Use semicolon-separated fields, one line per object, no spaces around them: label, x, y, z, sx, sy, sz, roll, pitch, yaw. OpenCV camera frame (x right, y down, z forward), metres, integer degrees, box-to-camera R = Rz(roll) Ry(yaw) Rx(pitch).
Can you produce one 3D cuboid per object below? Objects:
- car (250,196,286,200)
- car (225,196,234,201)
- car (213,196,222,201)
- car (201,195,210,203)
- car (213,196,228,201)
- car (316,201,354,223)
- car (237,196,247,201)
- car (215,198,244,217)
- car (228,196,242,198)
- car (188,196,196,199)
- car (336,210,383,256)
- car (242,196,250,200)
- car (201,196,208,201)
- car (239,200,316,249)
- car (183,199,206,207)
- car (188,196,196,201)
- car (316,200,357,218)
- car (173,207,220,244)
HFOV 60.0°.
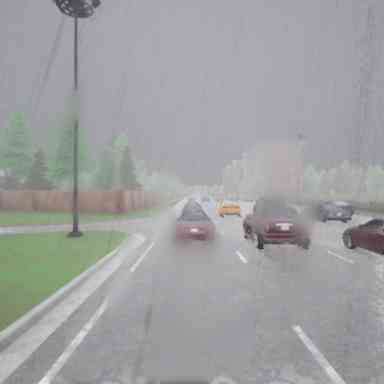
car;7.096;1.355;30.248;2.150;2.045;5.566;0;0;0
car;10.486;1.784;93.451;1.812;1.442;4.674;0;0;0
car;6.988;1.765;93.024;2.128;1.511;4.902;0;0;0
car;3.495;1.712;83.358;2.097;1.767;4.553;0;0;0
car;6.995;1.878;82.588;2.128;1.511;4.902;0;0;0
car;10.593;1.663;26.283;2.033;1.411;5.357;0;0;0
car;13.988;1.780;93.045;2.033;1.411;5.357;0;0;0
car;3.596;1.622;32.775;1.882;1.535;5.008;0;0;0
car;10.495;1.882;83.388;2.128;1.511;4.902;0;0;0
car;-0.005;1.883;83.420;1.812;1.442;4.674;0;0;0
car;7.094;1.577;11.678;1.812;1.442;4.674;0;0;0
car;13.995;1.909;83.004;1.994;1.385;4.181;0;0;0
car;3.486;1.759;93.430;1.837;1.490;4.892;0;0;0
car;3.596;1.418;14.953;2.097;1.767;4.553;0;0;0
car;0.095;1.704;31.992;1.994;1.385;4.181;0;0;0
car;-0.014;1.812;93.419;1.994;1.385;4.181;0;0;0
car;14.096;1.622;32.777;1.882;1.535;5.008;0;0;0
car;0.097;1.636;16.358;1.994;1.385;4.181;0;0;0
